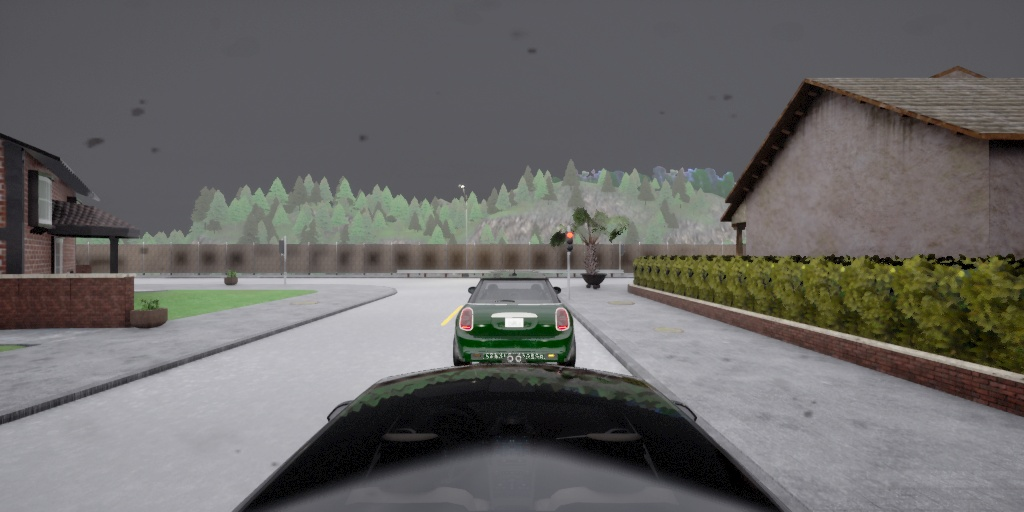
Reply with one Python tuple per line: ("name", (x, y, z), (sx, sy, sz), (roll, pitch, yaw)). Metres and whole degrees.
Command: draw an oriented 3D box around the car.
("car", (0.057, 1.102, 7.953), (2.097, 1.767, 4.553), (0, 0, 0))
